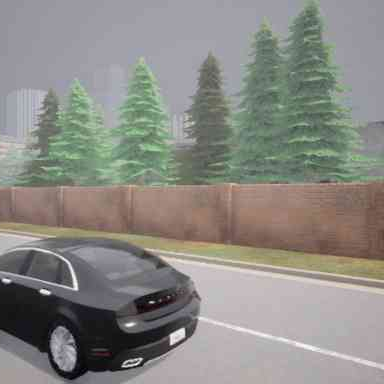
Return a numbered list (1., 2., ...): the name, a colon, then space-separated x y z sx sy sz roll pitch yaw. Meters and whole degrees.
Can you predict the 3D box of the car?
1. car: -2.147 1.507 5.516 4.892 1.490 1.837 1 0 35
